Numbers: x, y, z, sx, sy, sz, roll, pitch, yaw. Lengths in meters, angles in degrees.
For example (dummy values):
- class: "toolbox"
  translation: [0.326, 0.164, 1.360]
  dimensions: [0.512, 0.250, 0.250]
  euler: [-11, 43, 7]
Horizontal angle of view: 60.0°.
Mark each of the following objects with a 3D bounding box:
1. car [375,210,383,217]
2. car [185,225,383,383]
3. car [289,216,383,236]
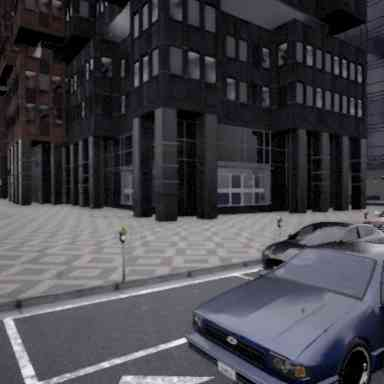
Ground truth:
- class: "car"
  translation: [8.343, 1.256, 12.467]
  dimensions: [5.009, 1.841, 2.192]
  euler: [0, 0, -35]
- class: "car"
  translation: [2.524, 1.525, 5.149]
  dimensions: [5.357, 1.411, 2.033]
  euler: [0, 0, -36]
- class: "car"
  translation: [3.899, 1.526, 9.355]
  dimensions: [4.313, 1.339, 1.947]
  euler: [0, 0, -35]
